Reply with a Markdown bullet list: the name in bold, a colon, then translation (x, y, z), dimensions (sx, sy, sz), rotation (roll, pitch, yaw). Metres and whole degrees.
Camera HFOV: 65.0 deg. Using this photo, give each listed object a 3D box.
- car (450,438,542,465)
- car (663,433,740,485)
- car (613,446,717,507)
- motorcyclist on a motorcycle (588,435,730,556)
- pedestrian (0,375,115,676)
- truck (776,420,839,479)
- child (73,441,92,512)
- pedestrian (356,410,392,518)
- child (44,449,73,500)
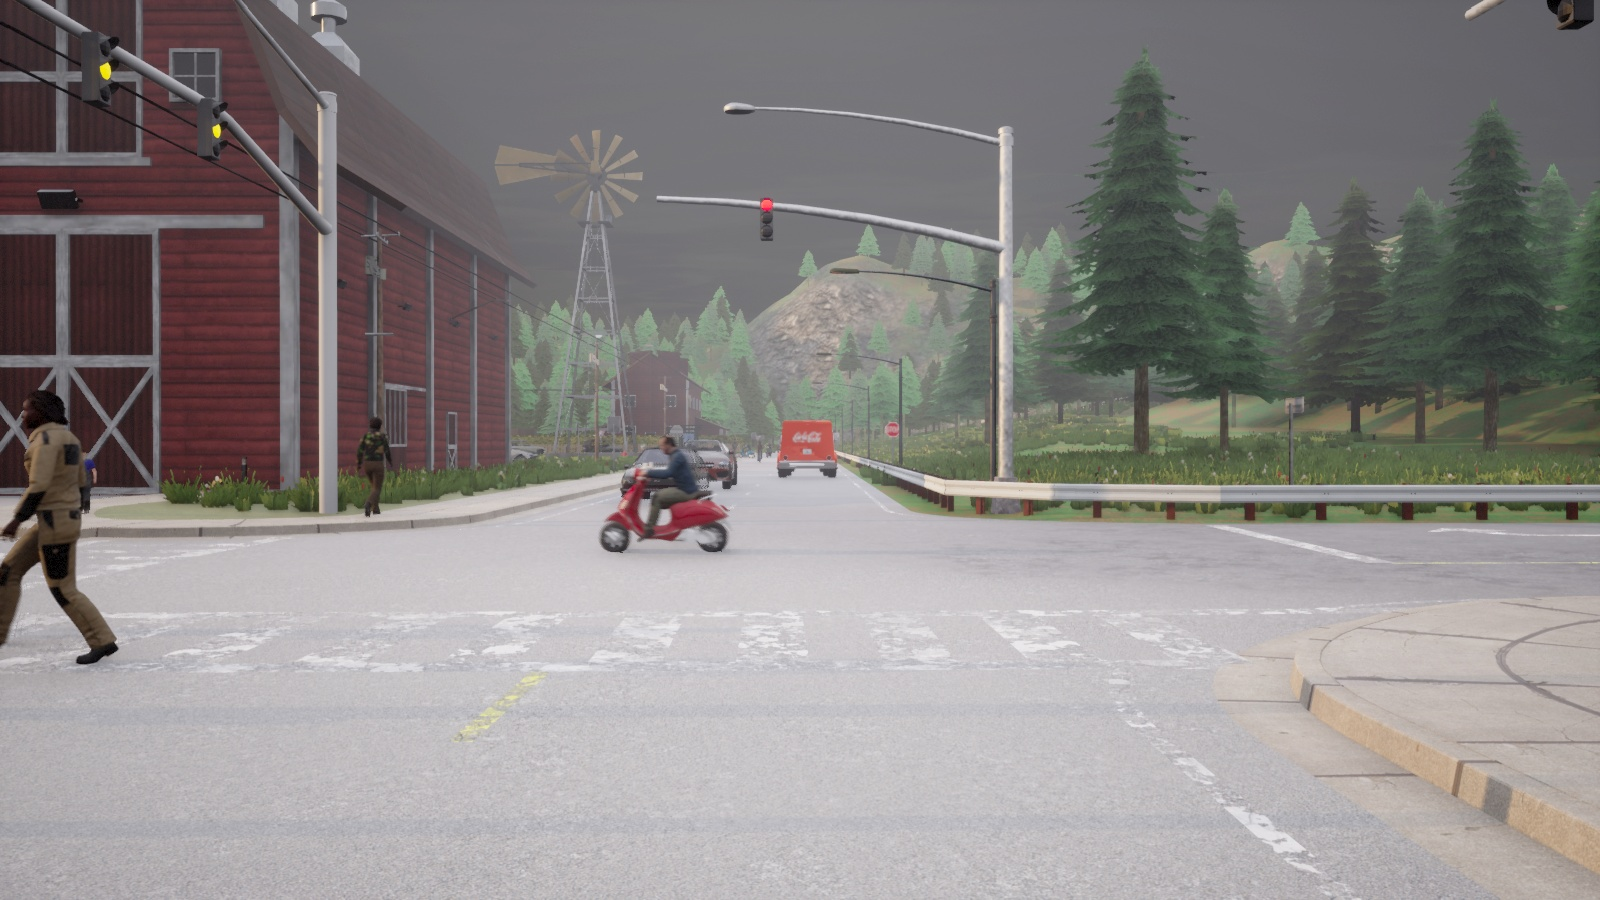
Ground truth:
- **car**: translation (-18.367, 0.081, 76.066), dimensions (5.027, 1.651, 2.152), rotation (0, 0, -1)
- **car**: translation (-3.251, 0.283, 42.350), dimensions (2.152, 1.651, 5.027), rotation (0, 0, 0)
- **car**: translation (-3.308, 0.611, 31.870), dimensions (2.033, 1.411, 5.357), rotation (0, 0, 0)
- **motorcyclist on a motorcycle**: translation (-1.867, 0.593, 16.876), dimensions (1.817, 1.590, 0.866), rotation (0, 0, -1)
- **pedestrian**: translation (-4.965, 0.485, 8.291), dimensions (0.692, 1.930, 0.396), rotation (0, 0, -15)
- **truck**: translation (0.321, -0.052, 55.216), dimensions (2.627, 2.467, 5.204), rotation (0, 0, 0)
- **child**: translation (-12.817, 0.464, 22.443), dimensions (0.270, 1.263, 0.437), rotation (0, 0, -26)
- **pedestrian**: translation (-7.711, 0.251, 22.743), dimensions (0.395, 1.930, 0.692), rotation (0, 0, 3)
- **child**: translation (-16.988, 0.567, 28.774), dimensions (0.473, 1.160, 0.299), rotation (0, 0, 0)
